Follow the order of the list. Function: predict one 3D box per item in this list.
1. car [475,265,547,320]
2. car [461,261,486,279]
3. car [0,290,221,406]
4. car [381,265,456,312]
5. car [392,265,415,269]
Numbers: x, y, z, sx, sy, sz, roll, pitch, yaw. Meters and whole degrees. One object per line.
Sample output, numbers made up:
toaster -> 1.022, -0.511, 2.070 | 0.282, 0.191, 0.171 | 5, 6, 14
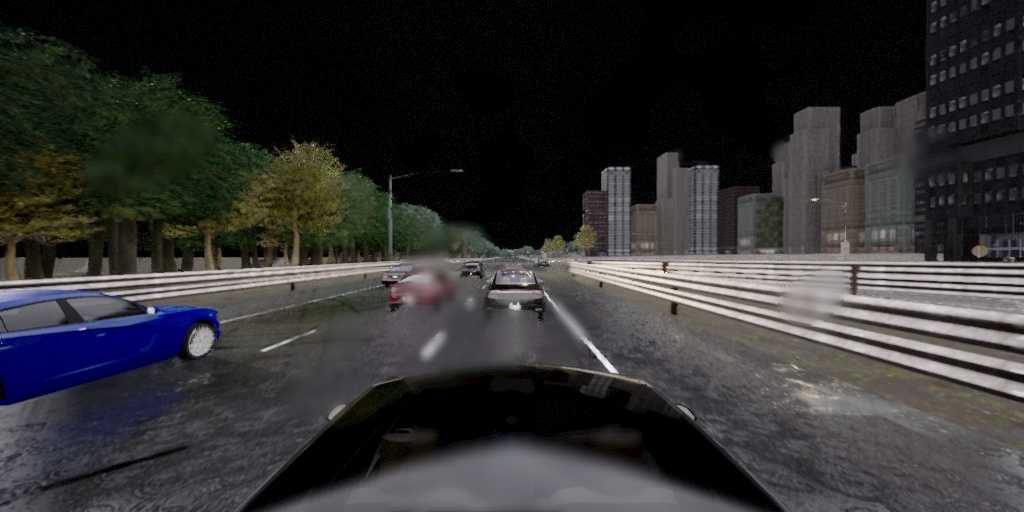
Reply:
car -> 0.101, 1.236, 12.565 | 2.128, 1.511, 4.902 | 0, 0, 0
car -> -3.396, 1.220, 32.111 | 1.837, 1.490, 4.892 | 0, 0, 0
car -> -6.900, 1.227, 5.281 | 1.882, 1.535, 5.008 | 0, 0, 0
car -> -3.399, 1.269, 14.154 | 1.812, 1.442, 4.674 | 0, 0, 0
car -> -6.895, 1.277, 23.628 | 2.033, 1.411, 5.357 | 0, 0, 0
